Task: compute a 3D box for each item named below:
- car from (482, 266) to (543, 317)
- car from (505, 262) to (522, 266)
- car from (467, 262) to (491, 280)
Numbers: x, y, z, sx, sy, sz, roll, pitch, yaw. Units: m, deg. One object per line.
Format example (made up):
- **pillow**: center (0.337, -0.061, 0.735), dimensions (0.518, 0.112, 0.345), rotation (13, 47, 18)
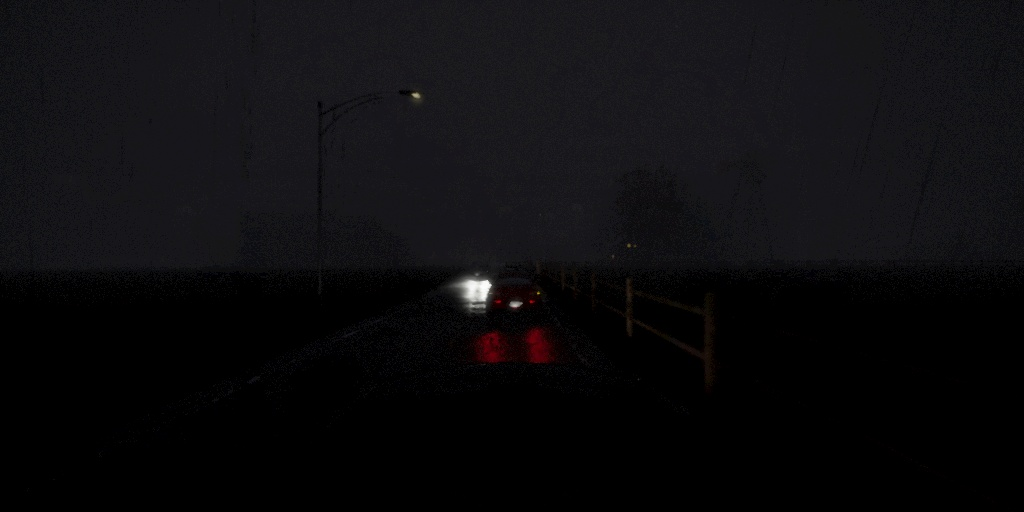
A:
- **car**: center (0.100, 1.275, 13.058), dimensions (1.812, 1.442, 4.674), rotation (0, 0, 0)
- **car**: center (0.104, 1.263, 31.445), dimensions (2.128, 1.511, 4.902), rotation (0, 0, 0)
- **car**: center (-2.783, 1.264, 31.680), dimensions (2.128, 1.511, 4.902), rotation (0, 0, 0)
